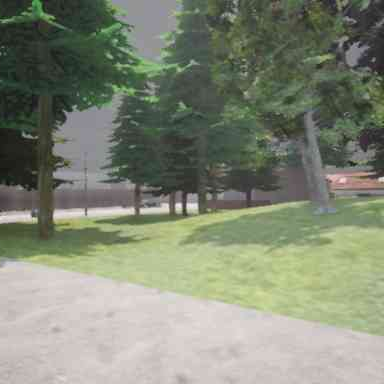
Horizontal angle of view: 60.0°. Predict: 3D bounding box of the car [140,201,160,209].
[{"bbox_3d":[-7.217,1.903,54.256,1.837,1.490,4.892,-1,-1,36],"label":"car"}]
